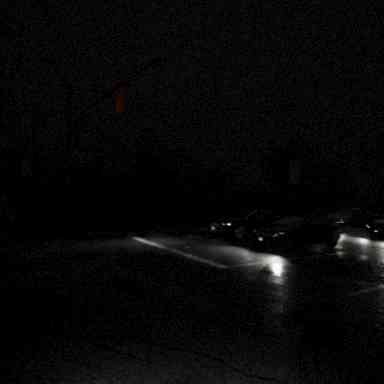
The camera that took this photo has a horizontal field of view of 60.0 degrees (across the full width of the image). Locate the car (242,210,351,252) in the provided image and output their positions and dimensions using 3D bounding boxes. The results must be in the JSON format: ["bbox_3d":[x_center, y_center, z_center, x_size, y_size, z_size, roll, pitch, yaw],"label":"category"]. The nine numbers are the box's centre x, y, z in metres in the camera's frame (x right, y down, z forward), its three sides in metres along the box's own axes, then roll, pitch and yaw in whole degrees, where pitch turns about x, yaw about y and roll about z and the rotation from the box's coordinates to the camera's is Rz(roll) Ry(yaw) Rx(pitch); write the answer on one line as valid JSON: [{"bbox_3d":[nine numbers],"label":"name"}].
[{"bbox_3d":[4.746,1.703,14.831,4.674,1.442,1.812,2,0,-33],"label":"car"}]

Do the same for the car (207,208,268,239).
[{"bbox_3d":[3.104,1.615,17.941,4.902,1.511,2.128,2,0,-33],"label":"car"}]

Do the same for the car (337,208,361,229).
[{"bbox_3d":[11.003,1.877,23.168,5.008,1.535,1.882,2,0,-34],"label":"car"}]

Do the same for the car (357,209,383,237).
[{"bbox_3d":[12.169,1.962,19.744,4.674,1.442,1.812,2,0,-33],"label":"car"}]
